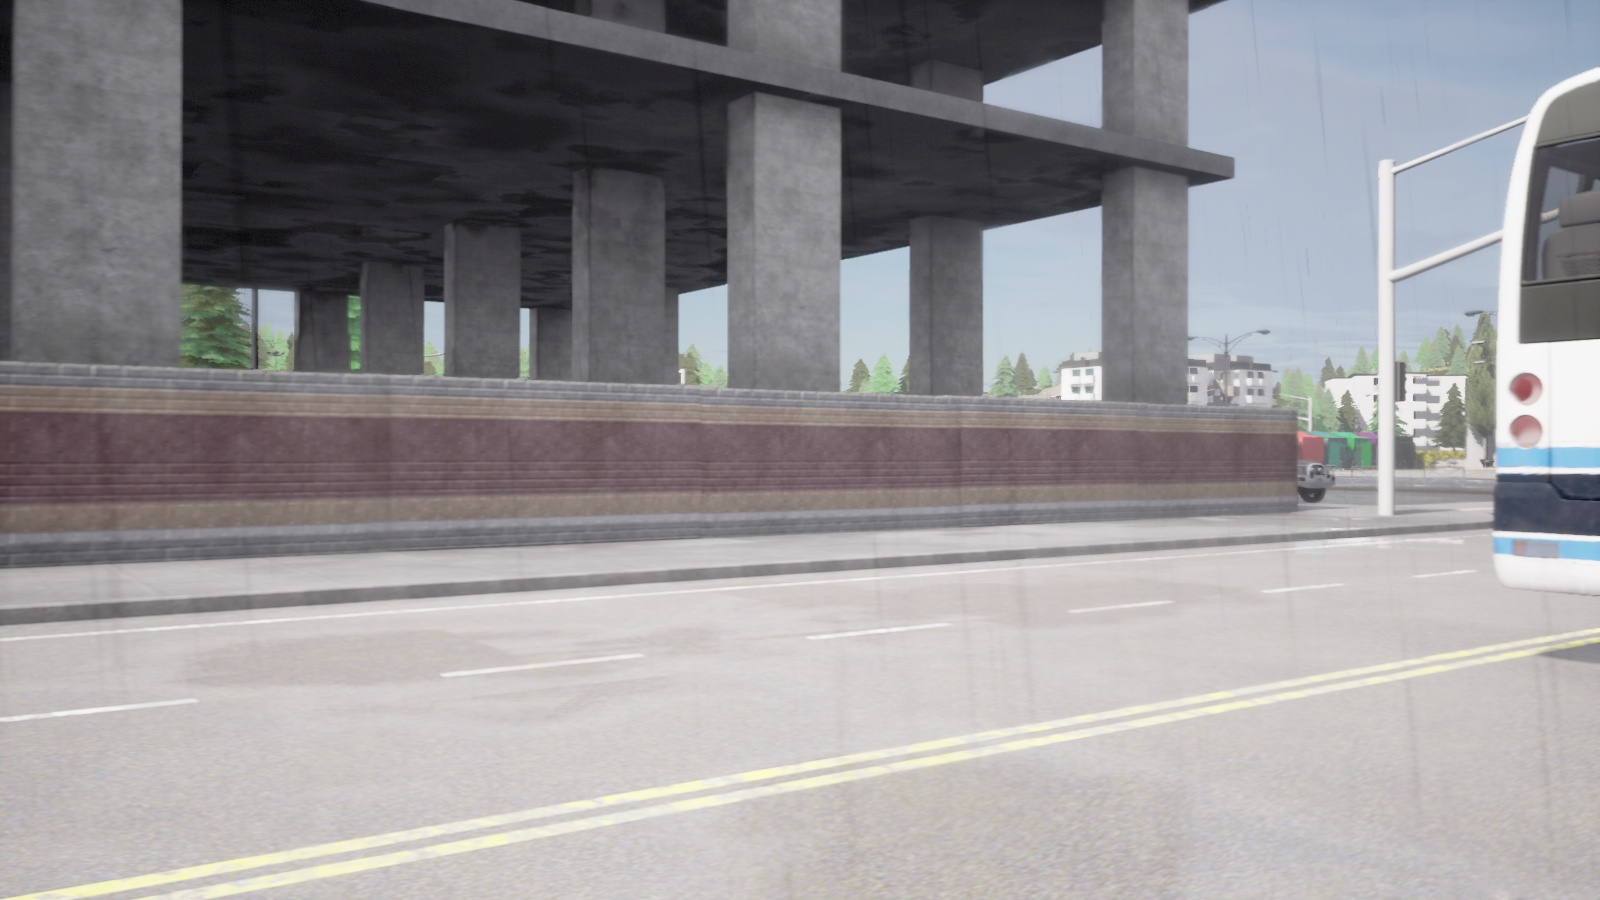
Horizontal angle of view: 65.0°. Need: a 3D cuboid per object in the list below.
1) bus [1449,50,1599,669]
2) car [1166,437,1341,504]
[{"bbox_3d":[10.255,-0.627,10.802,10.273,4.253,3.944,0,0,-35],"label":"bus"},{"bbox_3d":[13.379,0.569,37.299,1.932,1.855,4.605,0,0,-35],"label":"car"}]
